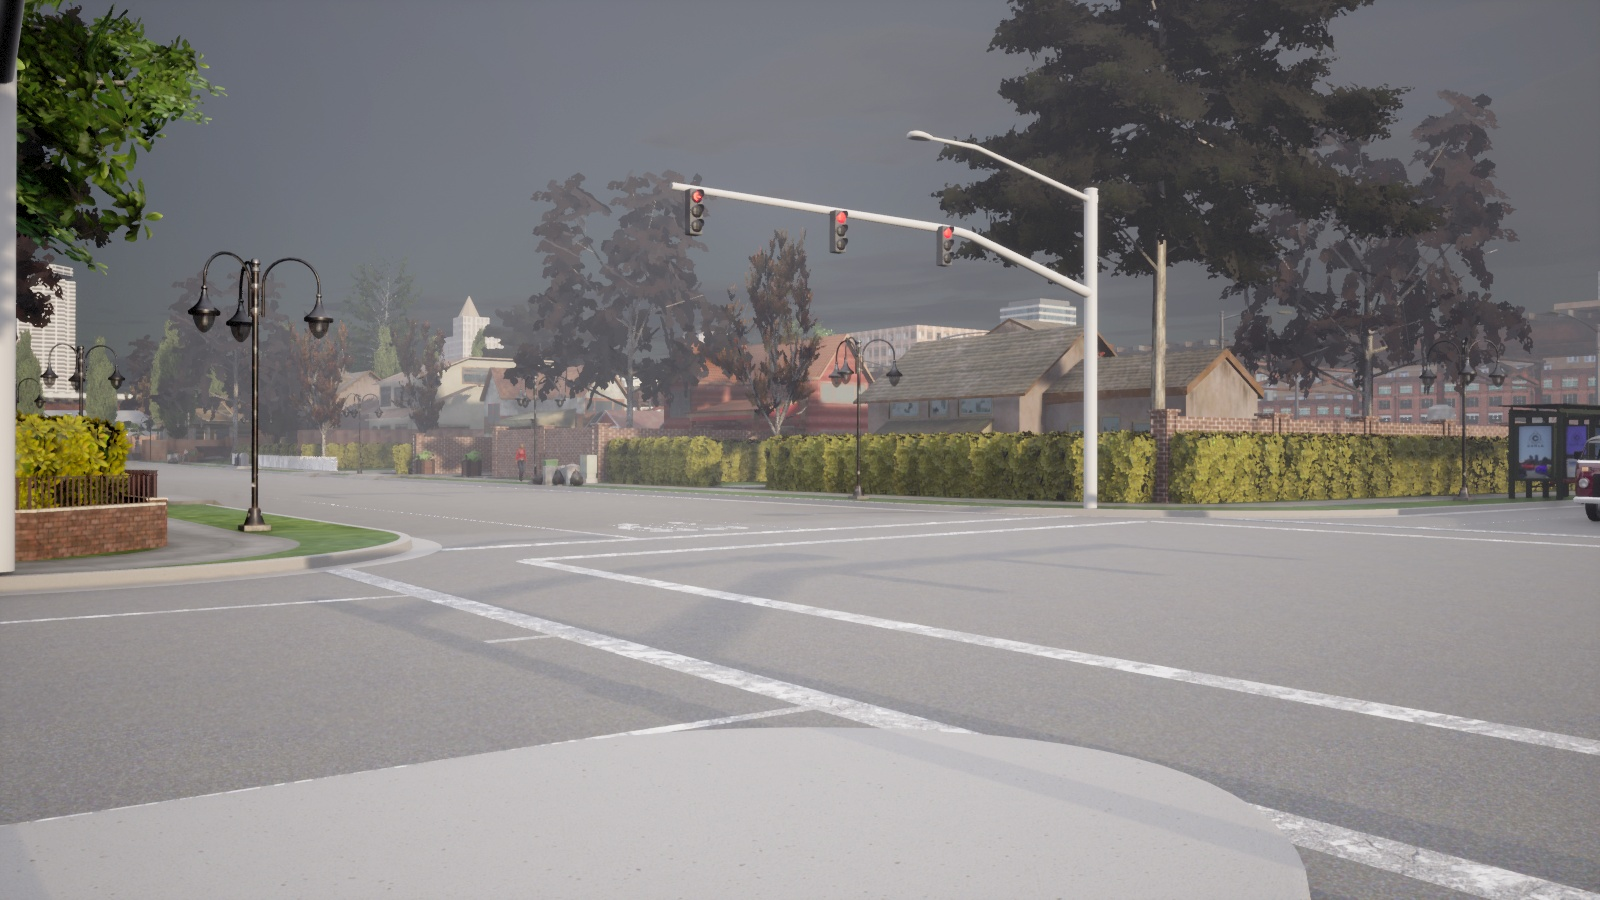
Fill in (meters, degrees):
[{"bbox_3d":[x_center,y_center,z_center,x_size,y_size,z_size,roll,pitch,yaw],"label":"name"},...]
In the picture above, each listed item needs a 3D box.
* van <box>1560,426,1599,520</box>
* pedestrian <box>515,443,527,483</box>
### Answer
[{"bbox_3d":[19.198,0.497,28.227,4.480,2.038,2.069,0,0,-37],"label":"van"},{"bbox_3d":[-12.938,0.580,58.287,0.331,1.846,0.636,0,0,-36],"label":"pedestrian"}]
